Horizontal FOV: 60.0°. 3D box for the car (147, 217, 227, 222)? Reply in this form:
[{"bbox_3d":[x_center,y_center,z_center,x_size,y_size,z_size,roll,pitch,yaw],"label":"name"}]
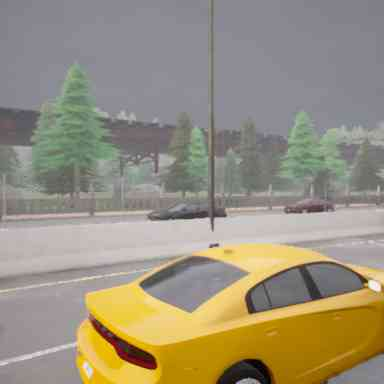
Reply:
[{"bbox_3d":[-0.252,1.342,20.097,5.008,1.535,1.882,0,0,-30],"label":"car"}]

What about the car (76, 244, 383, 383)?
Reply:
[{"bbox_3d":[1.123,1.447,4.398,5.008,1.535,1.882,0,0,-33],"label":"car"}]

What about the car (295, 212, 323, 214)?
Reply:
[{"bbox_3d":[10.573,1.280,29.998,5.008,1.535,1.882,0,0,-28],"label":"car"}]
